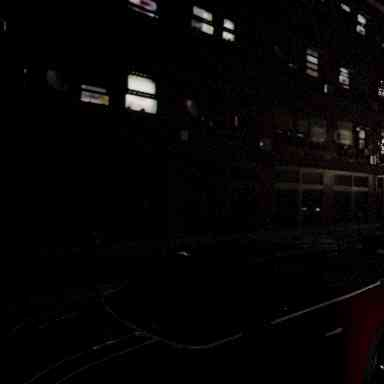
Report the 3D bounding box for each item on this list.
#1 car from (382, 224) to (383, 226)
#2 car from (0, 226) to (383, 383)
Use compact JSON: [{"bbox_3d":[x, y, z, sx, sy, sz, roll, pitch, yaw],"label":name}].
[{"bbox_3d":[8.066,1.623,12.298,4.313,1.339,1.947,0,1,-35],"label":"car"},{"bbox_3d":[0.293,1.360,3.578,4.553,1.767,2.097,0,0,-35],"label":"car"}]
